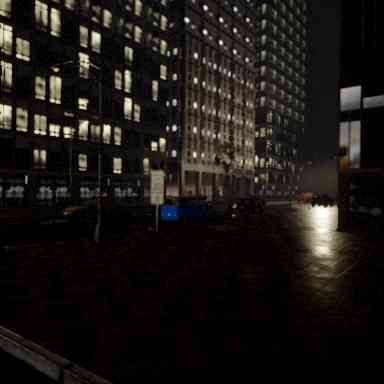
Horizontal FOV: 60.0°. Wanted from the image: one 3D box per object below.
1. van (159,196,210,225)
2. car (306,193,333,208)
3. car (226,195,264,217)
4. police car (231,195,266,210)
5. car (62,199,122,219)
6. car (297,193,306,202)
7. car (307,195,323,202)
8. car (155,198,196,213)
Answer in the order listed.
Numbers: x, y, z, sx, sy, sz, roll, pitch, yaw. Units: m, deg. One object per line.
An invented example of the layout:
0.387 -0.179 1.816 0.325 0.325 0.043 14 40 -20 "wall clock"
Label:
-0.297 1.179 22.330 1.690 1.788 3.998 1 1 38 "van"
18.229 1.193 46.603 2.192 1.841 5.009 1 1 38 "car"
4.661 1.286 28.962 1.967 1.590 4.097 1 1 38 "car"
7.029 1.201 40.758 1.930 1.638 5.238 1 1 38 "police car"
-7.690 1.234 26.042 1.752 1.417 4.829 1 1 38 "car"
22.159 1.100 64.639 2.192 1.841 5.009 1 1 38 "car"
25.548 1.347 69.051 2.008 1.369 4.403 1 1 38 "car"
-1.586 1.304 33.768 1.802 1.307 4.206 1 1 38 "car"
